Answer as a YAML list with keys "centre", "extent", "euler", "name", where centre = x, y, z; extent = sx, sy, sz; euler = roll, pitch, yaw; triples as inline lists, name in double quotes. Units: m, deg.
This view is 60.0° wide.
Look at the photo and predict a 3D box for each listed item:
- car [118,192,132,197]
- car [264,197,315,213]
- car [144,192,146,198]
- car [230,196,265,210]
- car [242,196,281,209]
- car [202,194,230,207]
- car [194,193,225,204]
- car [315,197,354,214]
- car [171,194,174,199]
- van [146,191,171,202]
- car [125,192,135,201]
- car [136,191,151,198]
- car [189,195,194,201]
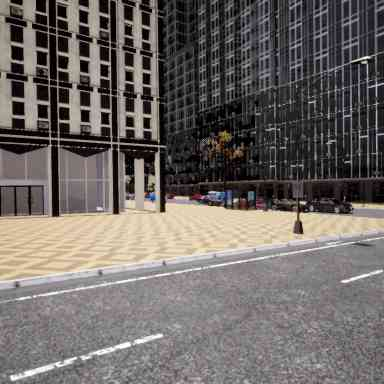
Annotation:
- centre: [-18.365, 0.688, 91.167]
  extent: [2.008, 1.369, 4.403]
  euler: [0, 1, -35]
  name: "car"
- centre: [10.140, 1.424, 34.879]
  extent: [1.947, 1.339, 4.313]
  euler: [-1, 1, -35]
  name: "car"
- centre: [-8.681, 0.615, 77.131]
  extent: [2.192, 1.841, 5.009]
  euler: [0, 1, -35]
  name: "car"
- centre: [6.926, 1.388, 39.569]
  extent: [1.802, 1.307, 4.206]
  euler: [0, 1, -35]
  name: "car"
- centre: [8.652, 1.260, 41.812]
  extent: [1.837, 1.490, 4.892]
  euler: [-1, 1, -34]
  name: "car"
- centre: [3.746, 1.319, 44.280]
  extent: [1.947, 1.339, 4.313]
  euler: [0, 1, -35]
  name: "car"
- centre: [2.813, 1.262, 50.289]
  extent: [1.895, 1.301, 4.718]
  euler: [-1, 1, -35]
  name: "car"
- centre: [14.002, 1.345, 34.059]
  extent: [1.837, 1.490, 4.892]
  euler: [-1, 1, -35]
  name: "car"
- centre: [-5.452, 0.936, 72.456]
  extent: [1.802, 1.307, 4.206]
  euler: [0, 1, -35]
  name: "car"
- centre: [-5.893, 0.937, 58.339]
  extent: [1.690, 1.788, 3.998]
  euler: [0, 1, -35]
  name: "van"
- centre: [-12.350, 1.039, 67.697]
  extent: [2.008, 1.369, 4.403]
  euler: [0, 1, -35]
  name: "car"
- centre: [-11.909, 0.686, 81.810]
  extent: [1.967, 1.590, 4.097]
  euler: [0, 1, -35]
  name: "car"
- centre: [1.004, 1.043, 63.100]
  extent: [1.802, 1.307, 4.206]
  euler: [0, 1, -35]
  name: "car"
